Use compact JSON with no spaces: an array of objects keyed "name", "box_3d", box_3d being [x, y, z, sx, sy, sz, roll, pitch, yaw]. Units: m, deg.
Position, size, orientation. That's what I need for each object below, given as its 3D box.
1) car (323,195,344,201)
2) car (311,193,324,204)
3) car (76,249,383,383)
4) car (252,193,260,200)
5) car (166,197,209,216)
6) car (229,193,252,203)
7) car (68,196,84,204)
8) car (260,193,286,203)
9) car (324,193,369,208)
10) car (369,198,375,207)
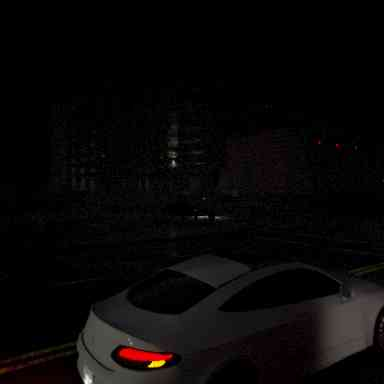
[{"name":"car","box_3d":[31.487,1.320,73.912,1.784,1.438,3.905,0,0,-35]},{"name":"car","box_3d":[29.087,1.111,72.289,1.932,1.855,4.605,0,0,-35]},{"name":"car","box_3d":[0.919,1.524,4.442,4.674,1.442,1.812,0,0,-35]},{"name":"car","box_3d":[13.688,1.327,79.773,1.784,1.438,3.905,0,0,-35]},{"name":"car","box_3d":[-0.583,1.568,32.760,2.033,1.411,5.357,0,0,-35]},{"name":"car","box_3d":[11.326,1.360,78.099,1.970,1.475,3.806,0,0,-35]},{"name":"car","box_3d":[-21.916,1.387,62.646,2.033,1.411,5.357,0,0,-36]},{"name":"car","box_3d":[15.355,1.364,62.443,1.970,1.475,3.806,0,0,-35]},{"name":"car","box_3d":[20.857,1.126,44.999,1.932,1.855,4.605,0,0,-35]},{"name":"car","box_3d":[23.250,1.127,46.629,1.905,1.878,3.866,0,0,-35]}]
